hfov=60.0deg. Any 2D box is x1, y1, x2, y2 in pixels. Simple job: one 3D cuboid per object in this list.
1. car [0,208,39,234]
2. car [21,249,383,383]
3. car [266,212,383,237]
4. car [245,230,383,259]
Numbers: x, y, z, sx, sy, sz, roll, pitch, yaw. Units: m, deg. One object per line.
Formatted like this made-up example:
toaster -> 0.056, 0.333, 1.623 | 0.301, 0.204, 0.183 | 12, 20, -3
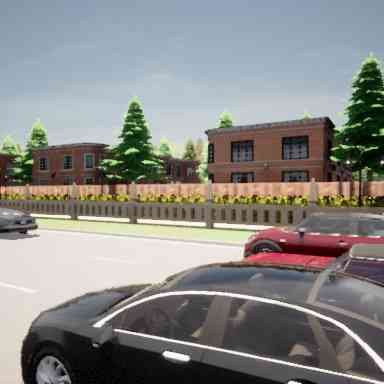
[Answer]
car -> -10.490, 1.543, 17.633 | 5.357, 1.411, 2.033 | 0, 0, 30
car -> 0.354, 1.500, 3.332 | 4.892, 1.490, 1.837 | -1, -1, 30
car -> 3.799, 1.354, 9.416 | 4.553, 1.767, 2.097 | 0, 0, 32
car -> 2.999, 1.600, 5.849 | 4.718, 1.301, 1.895 | 0, 0, 30
